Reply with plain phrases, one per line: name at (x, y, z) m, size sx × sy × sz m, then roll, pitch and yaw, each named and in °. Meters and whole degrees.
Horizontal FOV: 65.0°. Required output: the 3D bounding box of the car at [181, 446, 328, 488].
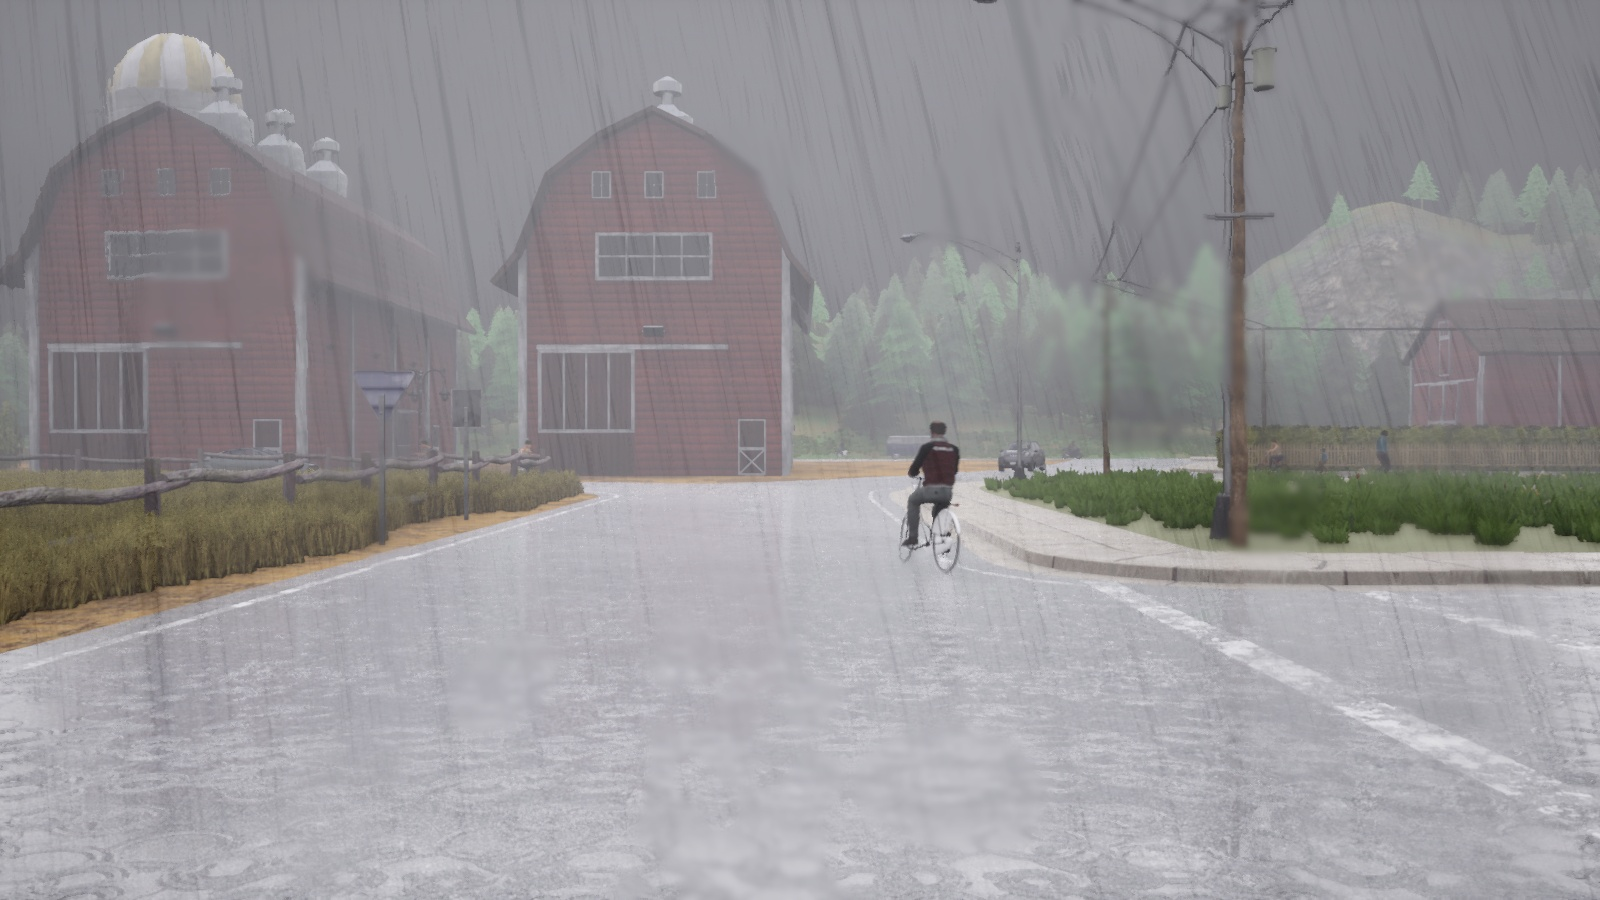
car at (-18.565, 0.570, 42.922) m, size 4.181 × 1.385 × 1.994 m, roll 0°, pitch 0°, yaw -4°

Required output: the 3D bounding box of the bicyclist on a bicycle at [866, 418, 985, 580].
bicyclist on a bicycle at (1.443, 0.540, 14.847) m, size 0.659 × 1.776 × 1.843 m, roll 3°, pitch 0°, yaw -17°

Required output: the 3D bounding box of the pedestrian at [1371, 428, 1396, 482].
pedestrian at (20.964, 0.182, 45.108) m, size 0.692 × 1.930 × 0.396 m, roll 0°, pitch 0°, yaw -1°

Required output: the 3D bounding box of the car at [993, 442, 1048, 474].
car at (10.751, 0.350, 61.018) m, size 1.845 × 1.501 × 3.633 m, roll 0°, pitch 0°, yaw 23°
